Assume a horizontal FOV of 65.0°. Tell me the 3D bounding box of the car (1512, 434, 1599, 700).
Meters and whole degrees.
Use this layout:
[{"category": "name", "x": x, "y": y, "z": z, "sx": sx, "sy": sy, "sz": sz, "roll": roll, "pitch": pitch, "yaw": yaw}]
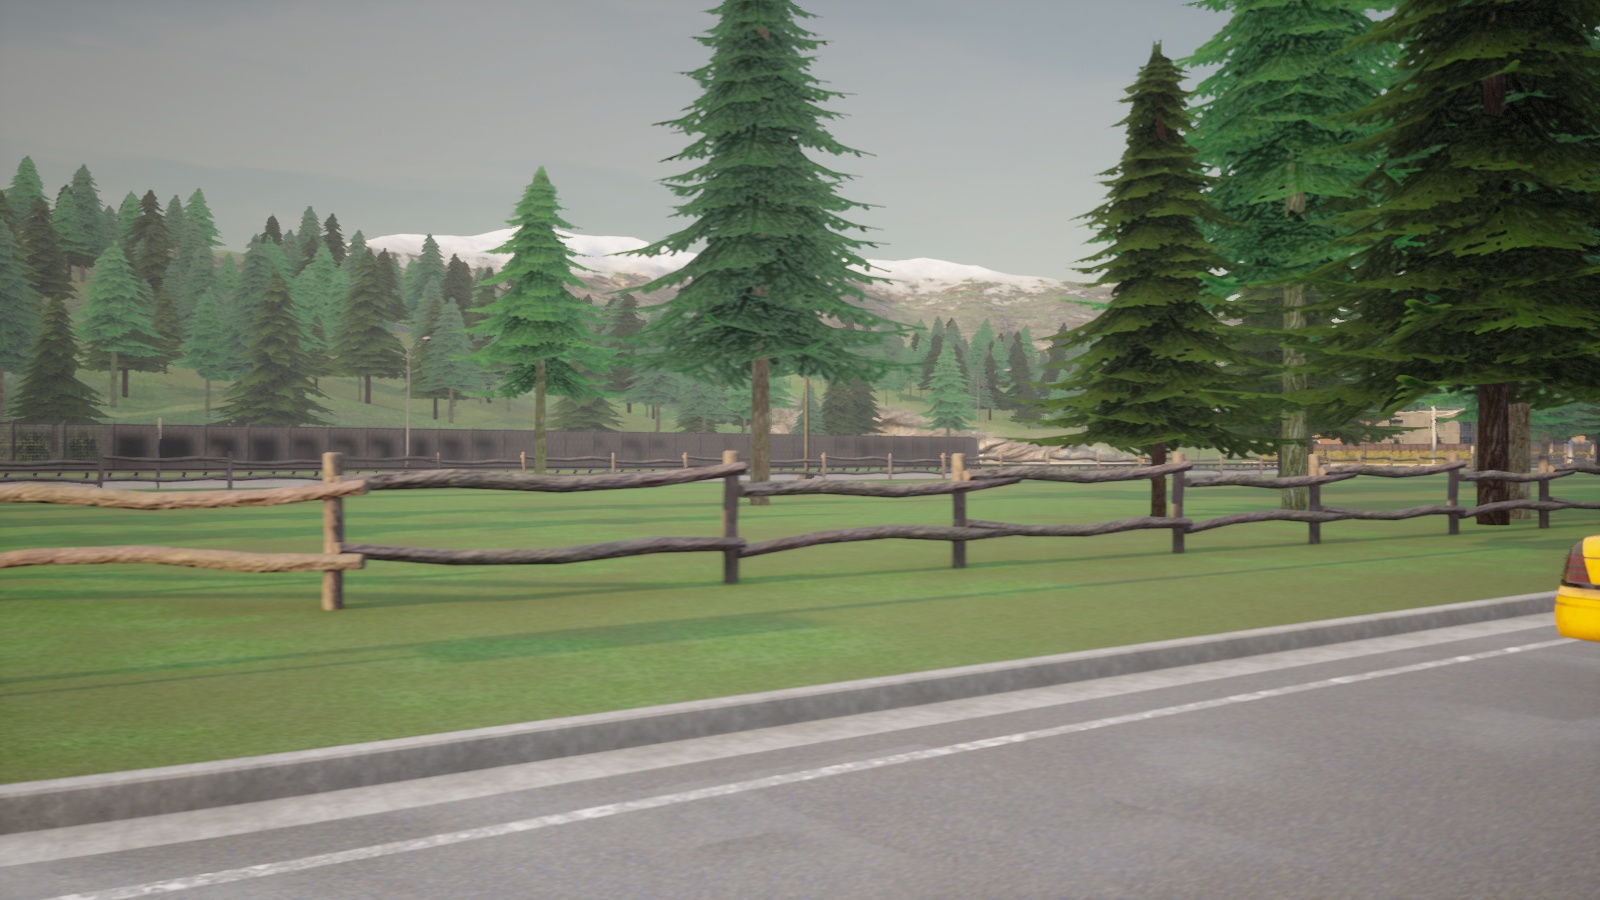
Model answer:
[{"category": "car", "x": 7.171, "y": 0.690, "z": 8.650, "sx": 5.366, "sy": 1.575, "sz": 1.801, "roll": 0, "pitch": 0, "yaw": -35}]
